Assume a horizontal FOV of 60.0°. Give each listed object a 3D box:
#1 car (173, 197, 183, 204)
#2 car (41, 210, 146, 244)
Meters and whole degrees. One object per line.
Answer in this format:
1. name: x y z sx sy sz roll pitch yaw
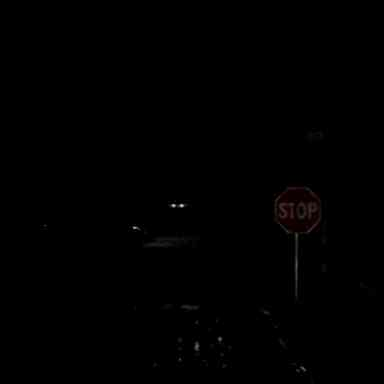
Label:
1. car: -2.738 1.691 67.172 1.882 1.535 5.008 0 0 0
2. car: -4.476 1.583 15.330 4.674 1.442 1.812 0 0 0
